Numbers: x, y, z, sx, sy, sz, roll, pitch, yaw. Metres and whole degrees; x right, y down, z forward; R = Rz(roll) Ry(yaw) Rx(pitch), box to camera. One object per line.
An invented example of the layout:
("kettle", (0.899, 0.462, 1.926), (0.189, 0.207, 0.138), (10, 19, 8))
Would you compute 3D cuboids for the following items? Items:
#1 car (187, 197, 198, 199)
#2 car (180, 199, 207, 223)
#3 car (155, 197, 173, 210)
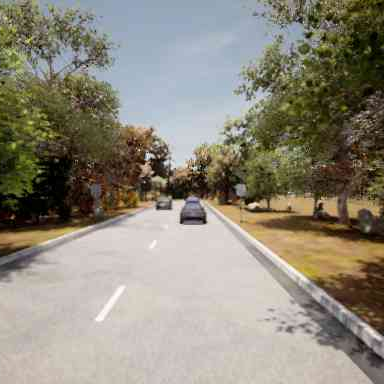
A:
("car", (0.078, 1.366, 42.268), (1.882, 1.535, 5.008), (0, 0, 0))
("car", (0.087, 1.505, 25.141), (1.994, 1.385, 4.181), (0, 0, 0))
("car", (-3.361, 1.386, 40.533), (2.128, 1.511, 4.902), (0, 0, 0))
